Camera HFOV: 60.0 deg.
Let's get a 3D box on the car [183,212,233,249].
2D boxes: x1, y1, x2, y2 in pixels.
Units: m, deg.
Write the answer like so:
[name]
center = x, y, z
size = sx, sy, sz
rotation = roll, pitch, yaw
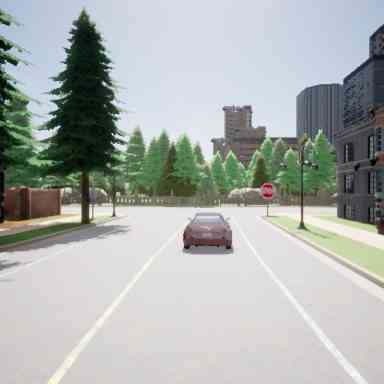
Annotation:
[car]
center = 0.722, 1.571, 14.485
size = 1.994, 1.385, 4.181
rotation = 0, 0, 4
